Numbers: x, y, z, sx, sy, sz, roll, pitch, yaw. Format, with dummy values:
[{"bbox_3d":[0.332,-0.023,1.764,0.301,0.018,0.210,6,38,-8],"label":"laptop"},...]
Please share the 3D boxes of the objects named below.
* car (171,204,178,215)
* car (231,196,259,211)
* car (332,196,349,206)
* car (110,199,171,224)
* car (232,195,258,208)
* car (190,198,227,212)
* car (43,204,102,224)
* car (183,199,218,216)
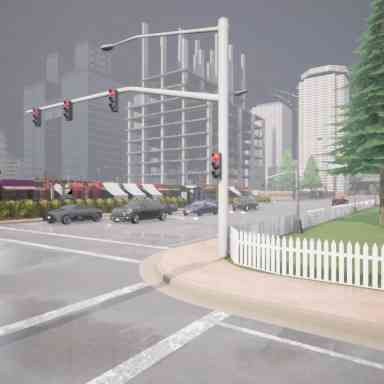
[{"bbox_3d":[-3.524,1.547,32.122,2.033,1.411,5.357,0,0,34],"label":"car"},{"bbox_3d":[6.587,1.505,40.815,1.837,1.490,4.892,0,0,34],"label":"car"},{"bbox_3d":[23.981,1.478,53.722,1.882,1.535,5.008,0,0,34],"label":"car"},{"bbox_3d":[-3.986,1.352,25.185,2.097,1.767,4.553,0,0,34],"label":"car"},{"bbox_3d":[7.809,1.352,48.821,2.097,1.767,4.553,0,0,34],"label":"car"},{"bbox_3d":[2.114,1.547,40.463,2.033,1.411,5.357,0,0,34],"label":"car"},{"bbox_3d":[-8.699,1.564,24.463,1.994,1.385,4.181,0,0,34],"label":"car"},{"bbox_3d":[0.959,1.526,32.484,1.812,1.442,4.674,0,0,34],"label":"car"}]
